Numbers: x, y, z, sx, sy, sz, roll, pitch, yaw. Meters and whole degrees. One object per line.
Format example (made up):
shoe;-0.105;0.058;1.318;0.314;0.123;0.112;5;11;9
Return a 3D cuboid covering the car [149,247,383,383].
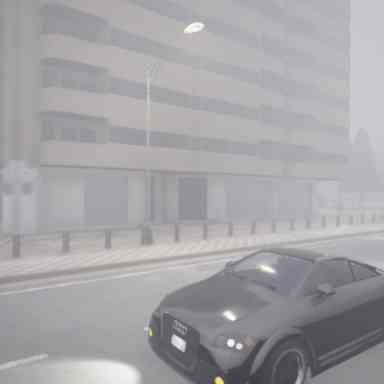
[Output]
car;1.473;1.588;5.027;4.181;1.385;1.994;0;0;-35
